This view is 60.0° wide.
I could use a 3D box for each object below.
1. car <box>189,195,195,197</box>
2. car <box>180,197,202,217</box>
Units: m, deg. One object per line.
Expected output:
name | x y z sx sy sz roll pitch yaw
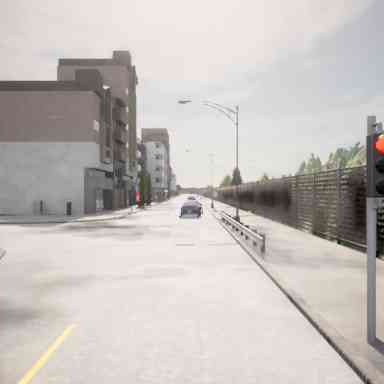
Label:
car | -0.115 1.523 77.482 1.812 1.442 4.674 0 0 0
car | -0.059 1.525 31.284 1.812 1.442 4.674 0 0 4
